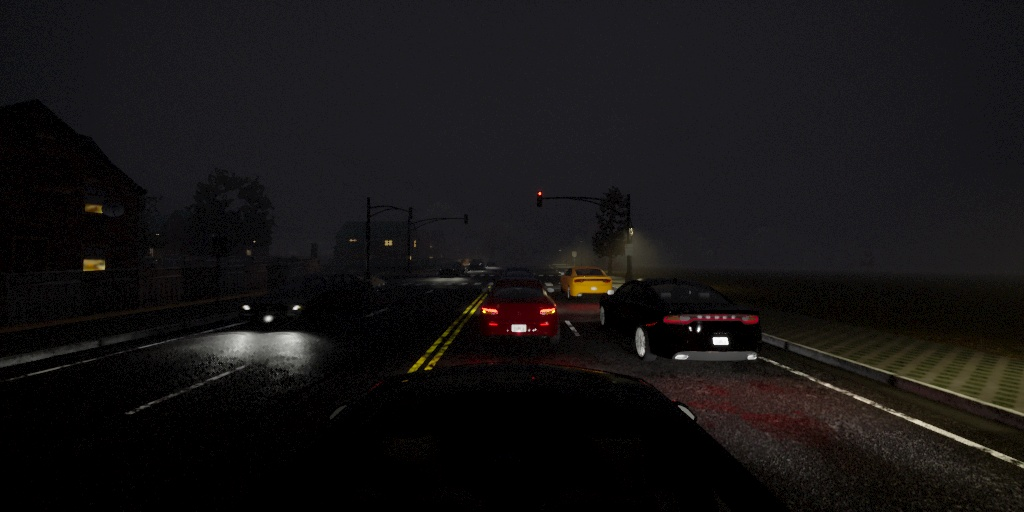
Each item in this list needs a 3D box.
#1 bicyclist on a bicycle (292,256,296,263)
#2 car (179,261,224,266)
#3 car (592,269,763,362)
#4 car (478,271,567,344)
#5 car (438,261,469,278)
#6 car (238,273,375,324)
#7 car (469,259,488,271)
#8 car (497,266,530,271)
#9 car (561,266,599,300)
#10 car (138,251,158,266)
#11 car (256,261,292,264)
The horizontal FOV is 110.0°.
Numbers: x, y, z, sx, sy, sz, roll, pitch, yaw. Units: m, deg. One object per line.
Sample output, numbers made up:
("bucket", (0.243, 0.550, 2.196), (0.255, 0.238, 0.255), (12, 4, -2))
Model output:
("bicyclist on a bicycle", (-24.251, 0.780, 39.926), (0.582, 1.620, 1.656), (1, -1, 15))
("car", (-30.848, 0.875, 35.666), (4.718, 1.301, 1.895), (1, -1, 16))
("car", (3.402, 1.231, 8.291), (1.882, 1.535, 5.008), (0, 0, 0))
("car", (0.163, 1.280, 9.465), (1.812, 1.442, 4.674), (0, 0, 1))
("car", (-5.903, 1.273, 35.545), (1.882, 1.535, 5.008), (0, 0, 2))
("car", (-6.514, 1.306, 12.284), (2.033, 1.411, 5.357), (0, 0, 1))
("car", (-5.117, 1.184, 52.077), (2.097, 1.767, 4.553), (0, 0, 2))
("car", (0.281, 1.289, 18.572), (1.812, 1.442, 4.674), (0, 0, 0))
("car", (3.532, 1.239, 17.759), (1.882, 1.535, 5.008), (0, 0, 1))
("car", (-40.928, 0.332, 38.481), (5.566, 2.045, 2.150), (1, -1, 16))
("car", (-21.061, 0.910, 32.952), (5.008, 1.535, 1.882), (1, -1, 16))
